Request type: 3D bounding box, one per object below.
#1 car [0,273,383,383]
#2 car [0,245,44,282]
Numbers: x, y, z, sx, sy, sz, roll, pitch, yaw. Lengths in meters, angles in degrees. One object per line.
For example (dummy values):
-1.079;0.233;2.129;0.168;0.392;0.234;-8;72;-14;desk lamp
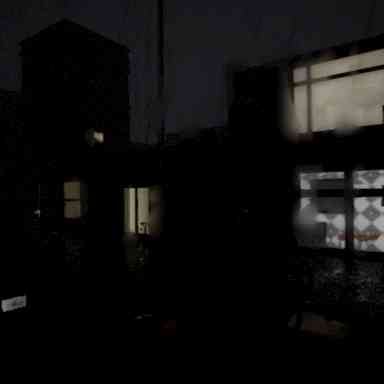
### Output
0.345;1.571;2.637;4.313;1.339;1.947;0;-1;35;car
-4.160;1.598;5.849;4.313;1.339;1.947;0;-1;35;car
